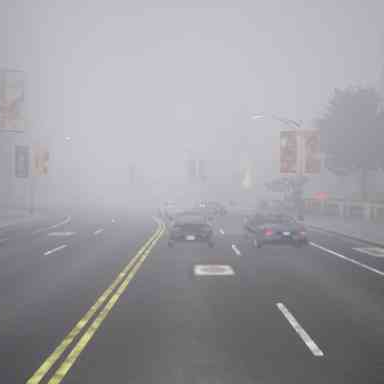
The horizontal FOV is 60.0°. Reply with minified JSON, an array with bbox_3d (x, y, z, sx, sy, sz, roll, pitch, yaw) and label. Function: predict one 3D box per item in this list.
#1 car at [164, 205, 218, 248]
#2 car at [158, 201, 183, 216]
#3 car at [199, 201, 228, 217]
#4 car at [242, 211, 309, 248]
[{"bbox_3d":[-0.053,1.530,14.651,1.812,1.442,4.674,0,0,0],"label":"car"},{"bbox_3d":[-1.770,1.530,29.991,1.812,1.442,4.674,0,0,-17],"label":"car"},{"bbox_3d":[1.583,1.561,30.995,2.033,1.411,5.357,0,0,-17],"label":"car"},{"bbox_3d":[3.447,1.560,14.654,2.033,1.411,5.357,0,0,0],"label":"car"}]
